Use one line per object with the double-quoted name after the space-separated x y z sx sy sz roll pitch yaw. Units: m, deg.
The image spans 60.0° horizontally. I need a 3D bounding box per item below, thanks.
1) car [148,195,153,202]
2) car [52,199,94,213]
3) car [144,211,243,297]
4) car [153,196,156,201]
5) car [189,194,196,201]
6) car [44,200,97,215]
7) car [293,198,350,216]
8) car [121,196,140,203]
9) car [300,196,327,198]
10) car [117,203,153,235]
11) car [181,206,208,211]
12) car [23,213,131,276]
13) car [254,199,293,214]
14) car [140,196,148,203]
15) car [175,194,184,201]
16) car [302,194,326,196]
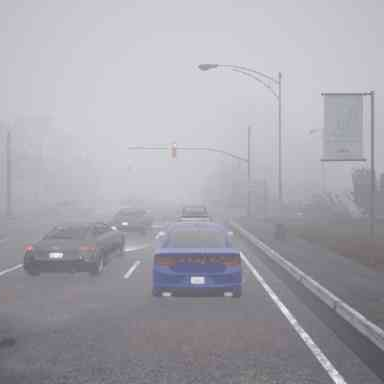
-10.389 1.524 74.392 1.812 1.442 4.674 0 0 0 "car"
-13.292 1.564 37.404 4.181 1.385 1.994 0 0 -13 "car"
0.112 1.478 8.611 1.882 1.535 5.008 0 0 0 "car"
-10.374 1.549 84.418 1.994 1.385 4.181 0 0 0 "car"
0.127 1.533 85.577 2.033 1.411 5.357 0 0 0 "car"
-11.821 1.601 32.598 4.718 1.301 1.895 0 0 3 "car"
12.294 1.525 31.197 4.674 1.442 1.812 0 0 3 "car"
-10.503 1.491 55.436 2.128 1.511 4.902 0 0 0 "car"
14.071 1.478 38.306 5.008 1.535 1.882 0 0 3 "car"
-3.373 1.564 18.768 1.994 1.385 4.181 0 0 0 "car"
0.127 1.491 18.110 2.128 1.511 4.902 0 0 0 "car"
-3.395 1.564 10.385 1.994 1.385 4.181 0 0 1 "car"
8.649 1.564 34.915 4.181 1.385 1.994 0 0 3 "car"
-10.429 1.564 64.788 1.994 1.385 4.181 0 0 2 "car"
-3.372 1.349 85.969 2.097 1.767 4.553 0 0 0 "car"
14.784 1.221 41.791 5.566 2.045 2.150 0 0 2 "car"
